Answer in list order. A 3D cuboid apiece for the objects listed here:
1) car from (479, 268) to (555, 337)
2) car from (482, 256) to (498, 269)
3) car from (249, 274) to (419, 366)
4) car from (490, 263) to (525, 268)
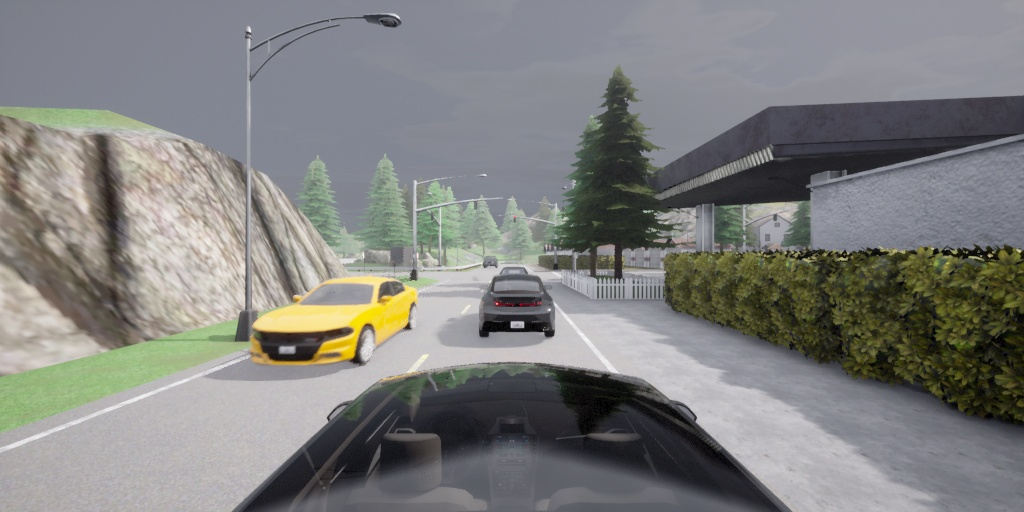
[{"bbox_3d":[0.120,1.255,10.254,1.837,1.490,4.892,0,0,0],"label":"car"},{"bbox_3d":[-3.461,0.970,57.603,2.150,2.045,5.566,0,0,0],"label":"car"},{"bbox_3d":[-3.579,1.227,8.218,1.882,1.535,5.008,0,0,0],"label":"car"},{"bbox_3d":[0.115,1.297,19.993,2.033,1.411,5.357,0,0,2],"label":"car"}]
